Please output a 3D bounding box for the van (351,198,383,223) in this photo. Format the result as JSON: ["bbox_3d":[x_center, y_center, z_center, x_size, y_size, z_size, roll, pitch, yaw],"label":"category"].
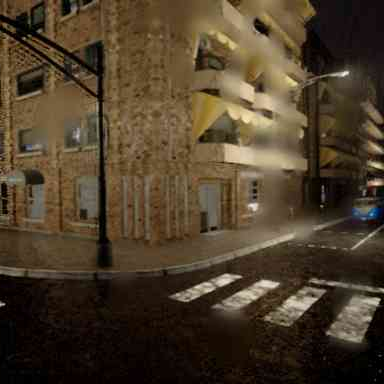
[{"bbox_3d":[13.006,1.317,24.594,1.690,1.788,3.998,-1,-1,35],"label":"van"}]
